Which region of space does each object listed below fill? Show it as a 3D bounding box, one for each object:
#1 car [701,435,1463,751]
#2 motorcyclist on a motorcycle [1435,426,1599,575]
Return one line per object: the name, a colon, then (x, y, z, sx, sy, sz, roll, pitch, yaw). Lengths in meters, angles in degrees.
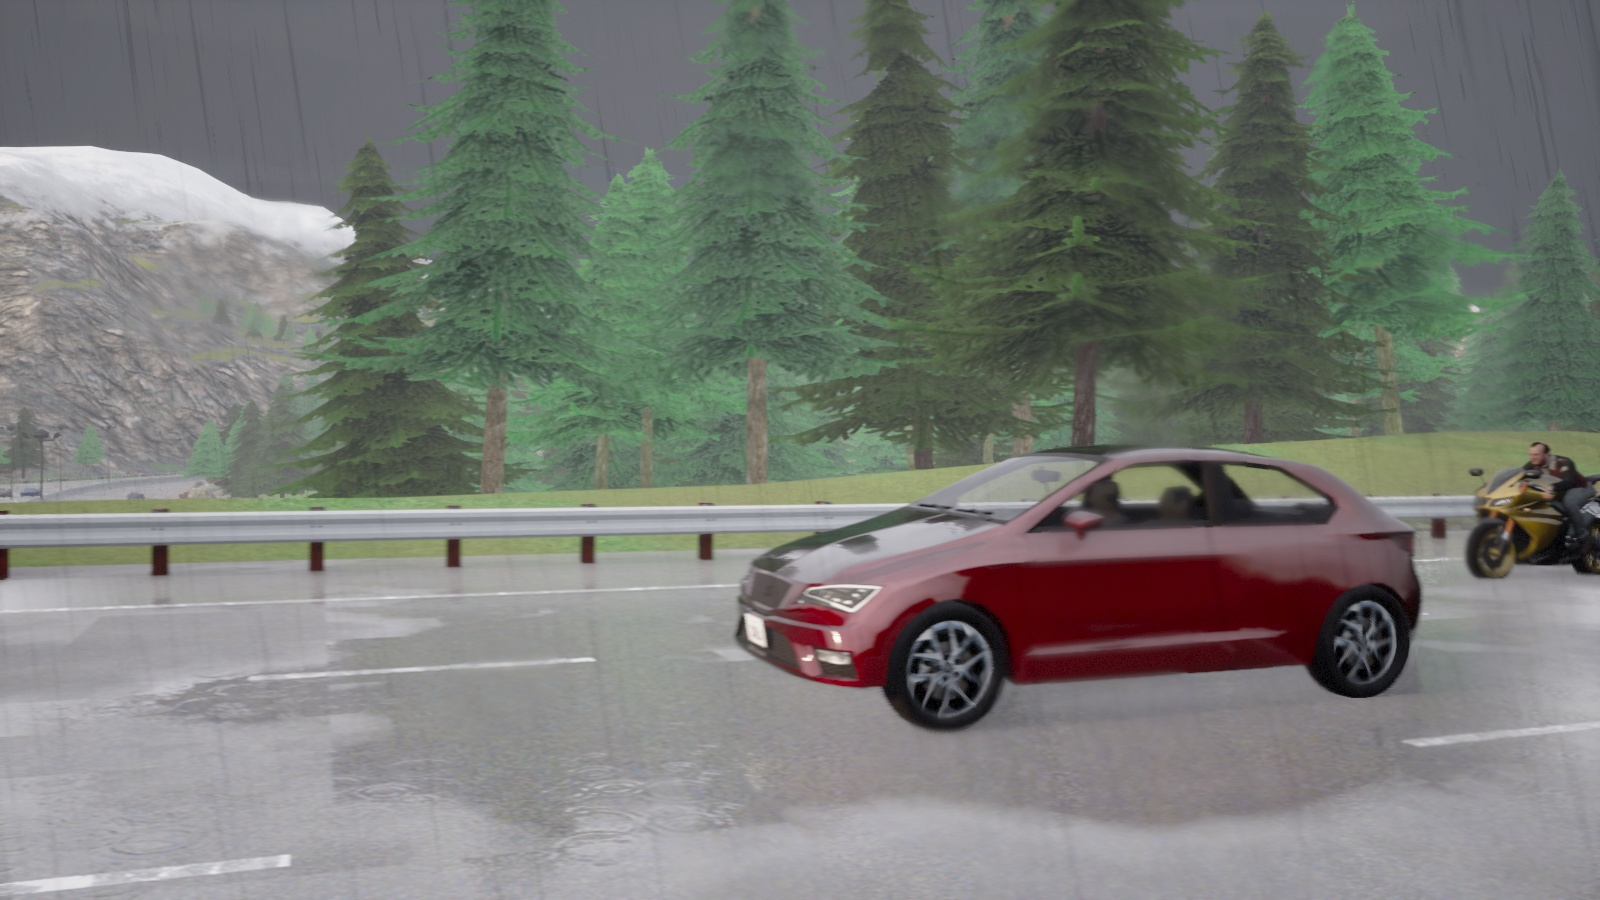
car: (1.683, 0.669, 7.622, 4.193, 1.474, 1.816, -1, 1, -21)
motorcyclist on a motorcycle: (8.180, 0.515, 13.832, 2.191, 1.530, 0.866, -1, 1, -21)
